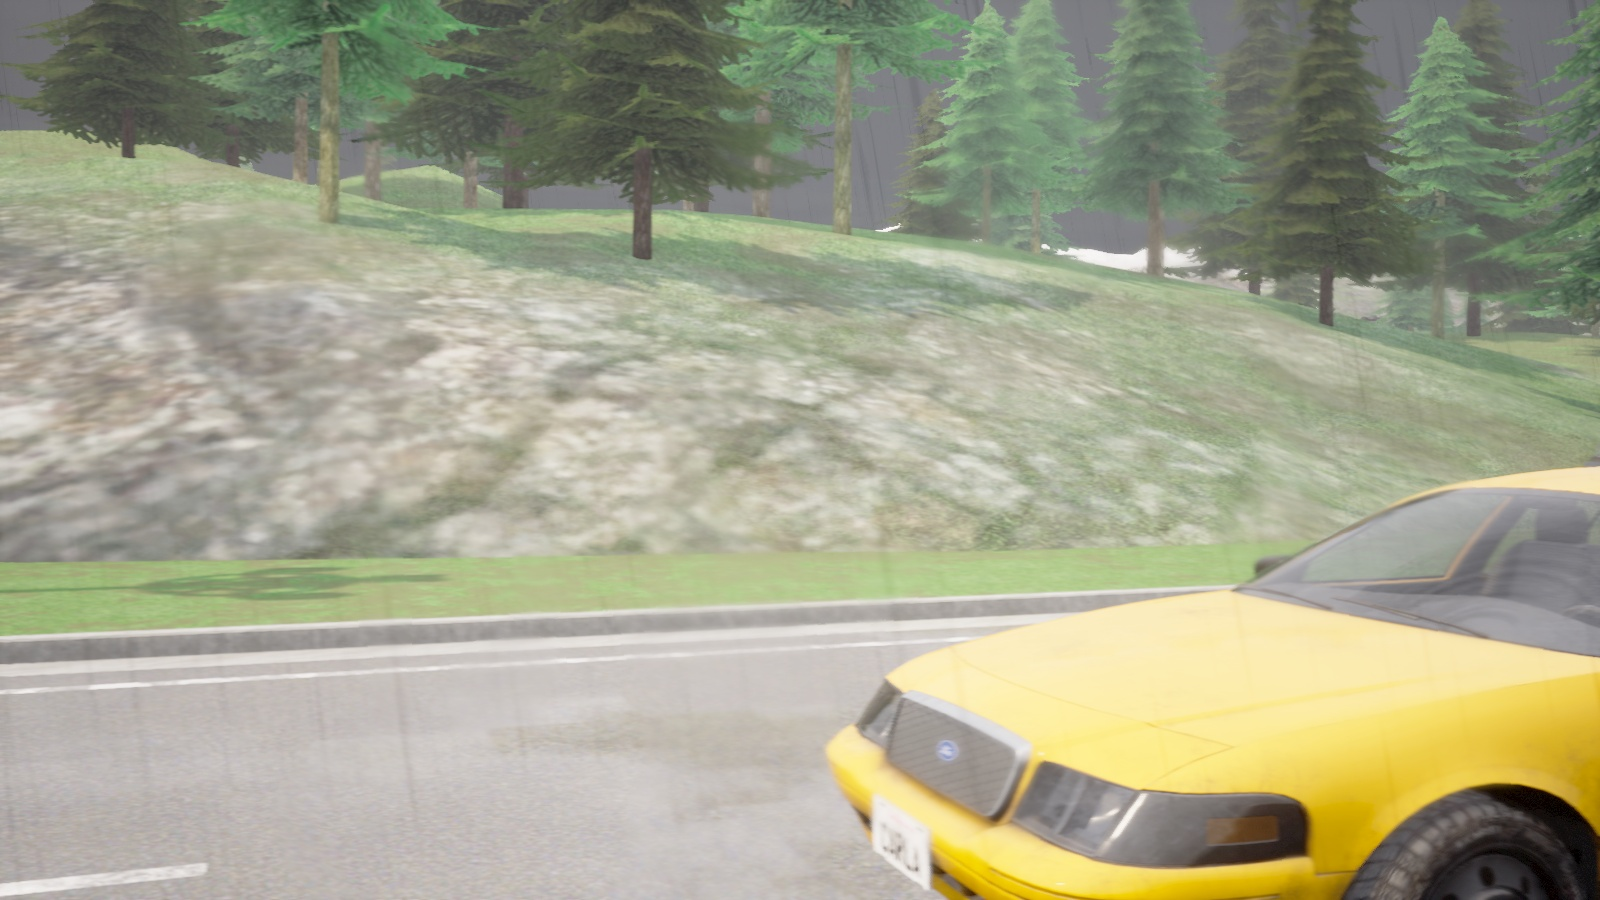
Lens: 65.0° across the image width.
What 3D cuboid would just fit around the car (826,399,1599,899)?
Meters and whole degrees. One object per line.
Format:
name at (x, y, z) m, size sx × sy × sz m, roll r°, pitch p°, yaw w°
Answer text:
car at (2.923, 0.635, 4.346) m, size 5.366 × 1.575 × 1.801 m, roll -1°, pitch 1°, yaw -21°
